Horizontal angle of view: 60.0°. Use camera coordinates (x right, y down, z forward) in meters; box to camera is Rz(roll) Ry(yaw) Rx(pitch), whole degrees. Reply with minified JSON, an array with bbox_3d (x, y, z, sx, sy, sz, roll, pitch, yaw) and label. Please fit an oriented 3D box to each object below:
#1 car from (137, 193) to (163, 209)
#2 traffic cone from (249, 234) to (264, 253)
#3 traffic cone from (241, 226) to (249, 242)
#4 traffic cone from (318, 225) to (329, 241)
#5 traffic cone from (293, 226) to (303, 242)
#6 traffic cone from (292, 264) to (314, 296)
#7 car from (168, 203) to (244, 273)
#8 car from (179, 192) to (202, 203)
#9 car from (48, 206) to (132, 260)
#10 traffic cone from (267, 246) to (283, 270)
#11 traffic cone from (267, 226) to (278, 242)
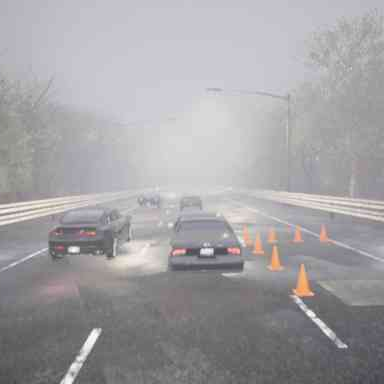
[{"bbox_3d":[-3.646,0.781,30.101,1.895,1.301,4.718,2,-3,0],"label":"car"},{"bbox_3d":[2.141,1.662,10.766,0.340,0.580,0.340,-1,1,-2],"label":"traffic cone"},{"bbox_3d":[2.085,1.612,12.764,0.340,0.580,0.340,-1,1,-2],"label":"traffic cone"},{"bbox_3d":[5.084,1.581,12.848,0.340,0.580,0.340,-1,1,-2],"label":"traffic cone"},{"bbox_3d":[4.083,1.591,12.820,0.340,0.580,0.340,-1,1,-2],"label":"traffic cone"},{"bbox_3d":[2.253,1.763,6.768,0.340,0.580,0.340,-1,1,-2],"label":"traffic cone"},{"bbox_3d":[0.263,1.296,9.814,2.033,1.411,5.357,-1,1,-1],"label":"car"},{"bbox_3d":[-0.118,0.735,29.662,2.128,1.511,4.902,-1,1,-1],"label":"car"},{"bbox_3d":[-3.263,1.249,11.384,1.837,1.490,4.892,-1,1,-2],"label":"car"},{"bbox_3d":[2.197,1.712,8.767,0.340,0.580,0.340,-1,1,-2],"label":"traffic cone"},{"bbox_3d":[3.084,1.602,12.792,0.340,0.580,0.340,-1,1,-2],"label":"traffic cone"}]
